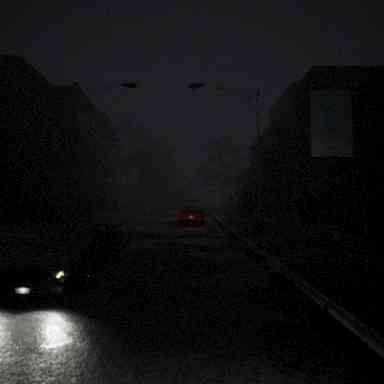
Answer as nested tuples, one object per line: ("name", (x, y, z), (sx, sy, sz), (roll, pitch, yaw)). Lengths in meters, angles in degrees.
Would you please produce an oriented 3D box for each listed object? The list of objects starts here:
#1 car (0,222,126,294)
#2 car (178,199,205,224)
("car", (-3.246, 1.566, 9.226), (2.033, 1.411, 5.357), (0, 0, 2))
("car", (-0.062, 1.524, 24.929), (1.882, 1.535, 5.008), (0, 0, 0))
